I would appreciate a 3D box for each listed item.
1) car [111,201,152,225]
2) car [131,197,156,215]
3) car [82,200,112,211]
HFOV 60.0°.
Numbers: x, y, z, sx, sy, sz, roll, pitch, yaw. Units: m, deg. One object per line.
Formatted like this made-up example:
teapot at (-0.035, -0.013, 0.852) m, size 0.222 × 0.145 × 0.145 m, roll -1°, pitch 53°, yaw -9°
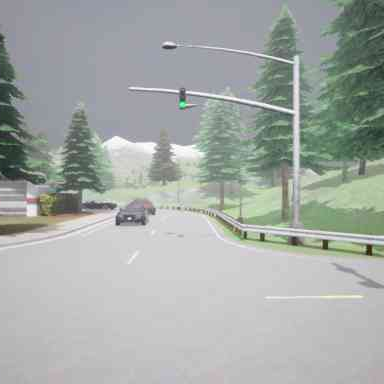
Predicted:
car at (-4.188, 1.562, 23.746) m, size 1.994 × 1.385 × 4.181 m, roll 0°, pitch 0°, yaw -3°
car at (-5.098, 1.349, 33.529) m, size 2.097 × 1.767 × 4.553 m, roll 0°, pitch 0°, yaw -20°
car at (-11.733, 1.603, 41.216) m, size 4.718 × 1.301 × 1.895 m, roll 0°, pitch 0°, yaw 14°
